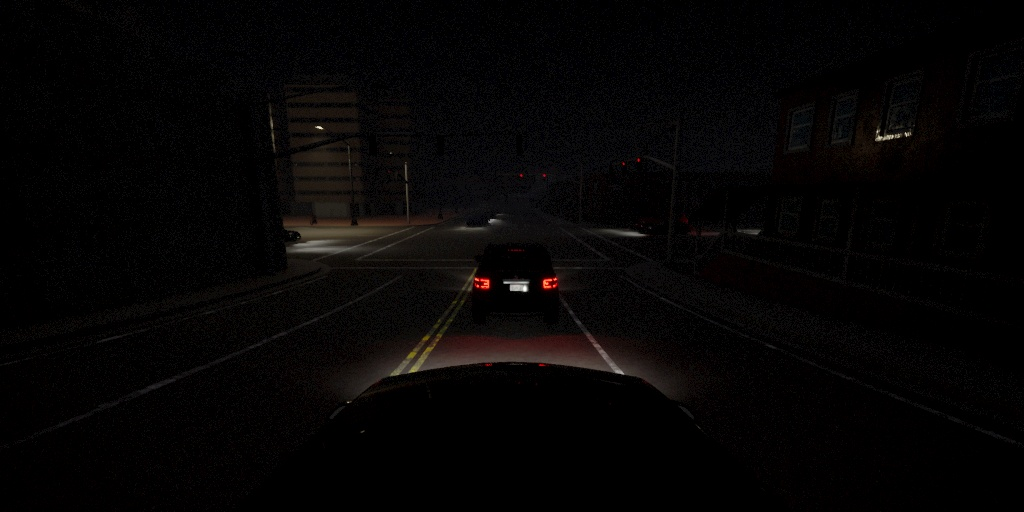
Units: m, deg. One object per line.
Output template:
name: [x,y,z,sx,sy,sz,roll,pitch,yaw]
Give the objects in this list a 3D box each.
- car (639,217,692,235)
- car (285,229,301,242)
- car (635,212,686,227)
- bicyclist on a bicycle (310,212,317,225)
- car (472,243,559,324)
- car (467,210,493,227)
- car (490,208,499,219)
car: [15.939,-2.982,36.733,4.674,1.442,1.812,0,10,0]
car: [-20.121,-1.811,29.626,4.892,1.490,1.837,0,10,0]
car: [16.744,-3.871,40.137,5.566,2.045,2.150,0,10,0]
bicyclist on a bicycle: [-25.404,-4.790,45.847,0.582,1.620,1.656,0,10,0]
car: [0.057,0.601,10.749,2.150,2.045,5.566,0,4,-1]
car: [-4.372,-4.729,46.609,1.882,1.535,5.008,2,10,11]
car: [-3.761,-7.055,60.962,1.895,1.301,4.718,0,10,0]
